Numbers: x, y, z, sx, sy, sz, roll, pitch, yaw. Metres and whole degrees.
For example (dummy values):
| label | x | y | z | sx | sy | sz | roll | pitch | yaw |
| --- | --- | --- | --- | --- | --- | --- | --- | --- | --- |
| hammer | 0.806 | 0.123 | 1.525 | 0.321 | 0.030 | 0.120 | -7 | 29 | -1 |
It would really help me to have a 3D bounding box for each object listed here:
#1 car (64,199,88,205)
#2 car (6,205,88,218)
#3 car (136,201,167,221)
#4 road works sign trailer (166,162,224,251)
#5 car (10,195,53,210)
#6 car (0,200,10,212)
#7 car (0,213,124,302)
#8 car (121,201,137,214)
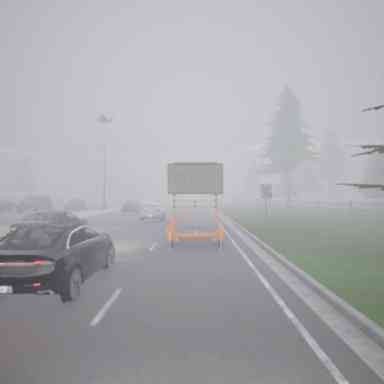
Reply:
| label | x | y | z | sx | sy | sz | roll | pitch | yaw |
| --- | --- | --- | --- | --- | --- | --- | --- | --- | --- |
| car | -14.720 | 1.629 | 42.221 | 1.837 | 1.490 | 4.892 | 0 | 0 | 0 |
| car | -6.745 | 1.597 | 16.204 | 2.033 | 1.411 | 5.357 | 0 | 0 | 1 |
| car | -3.136 | 1.600 | 27.684 | 1.812 | 1.442 | 4.674 | 0 | 0 | 1 |
| road works sign trailer | 0.136 | 0.501 | 14.347 | 2.380 | 3.560 | 2.880 | 0 | 0 | 1 |
| car | -18.239 | 1.340 | 38.693 | 2.150 | 2.045 | 5.566 | 0 | 0 | 0 |
| car | -21.749 | 1.611 | 37.308 | 2.128 | 1.511 | 4.902 | 0 | 0 | 0 |
| car | -3.305 | 1.517 | 8.307 | 2.128 | 1.511 | 4.902 | 0 | 0 | 0 |
| car | -6.551 | 1.649 | 36.941 | 2.033 | 1.411 | 5.357 | 0 | 0 | 0 |
